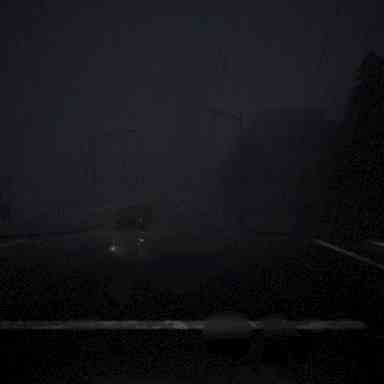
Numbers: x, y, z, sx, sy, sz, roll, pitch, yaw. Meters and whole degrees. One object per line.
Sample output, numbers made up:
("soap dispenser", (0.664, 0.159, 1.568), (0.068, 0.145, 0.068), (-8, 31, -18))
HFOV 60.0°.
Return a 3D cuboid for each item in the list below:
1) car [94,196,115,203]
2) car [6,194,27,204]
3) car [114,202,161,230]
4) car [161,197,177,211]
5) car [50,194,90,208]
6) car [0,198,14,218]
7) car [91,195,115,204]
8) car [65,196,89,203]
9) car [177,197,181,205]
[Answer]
("car", (-17.899, 1.548, 68.355), (3.806, 1.475, 1.970), (0, 0, 0))
("car", (-34.963, 1.398, 65.097), (4.605, 1.855, 1.932), (0, 0, 0))
("car", (-3.615, 1.576, 21.983), (1.882, 1.535, 5.008), (0, 0, 5))
("car", (-3.440, 1.721, 44.505), (1.812, 1.442, 4.674), (0, 0, 0))
("car", (-17.190, 1.316, 46.237), (4.605, 1.855, 1.932), (0, 0, 0))
("car", (-17.349, 1.511, 27.653), (3.633, 1.501, 1.845), (0, 0, 0))
("car", (-17.583, 1.441, 61.937), (5.027, 1.636, 2.152), (0, 0, 0))
("car", (-24.943, 1.629, 72.026), (4.514, 1.523, 2.007), (0, 0, 0))
("car", (-3.409, 1.801, 68.587), (1.837, 1.490, 4.892), (0, 0, 0))
